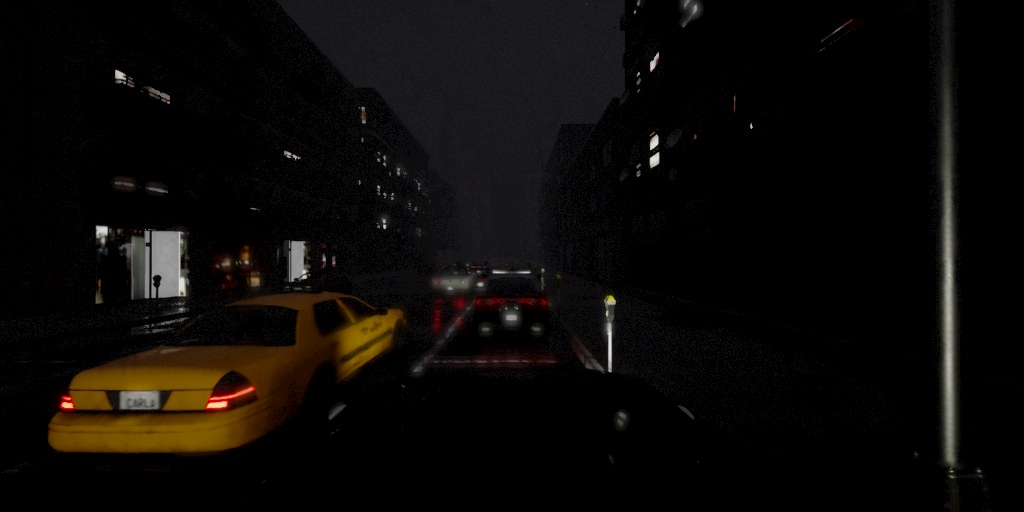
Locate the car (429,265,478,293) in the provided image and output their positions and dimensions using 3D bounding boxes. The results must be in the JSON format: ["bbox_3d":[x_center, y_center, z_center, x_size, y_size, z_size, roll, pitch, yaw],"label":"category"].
[{"bbox_3d":[-3.110,1.351,20.427,1.895,1.301,4.718,0,0,1],"label":"car"}]

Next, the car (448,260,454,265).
[{"bbox_3d":[-8.837,1.188,44.643,1.967,1.591,4.097,0,0,0],"label":"car"}]

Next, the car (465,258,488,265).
[{"bbox_3d":[-3.102,1.242,36.041,2.128,1.511,4.902,0,0,0],"label":"car"}]

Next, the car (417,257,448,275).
[{"bbox_3d":[-8.837,1.064,39.007,2.192,1.841,5.009,0,0,0],"label":"car"}]

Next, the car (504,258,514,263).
[{"bbox_3d":[-0.456,1.275,39.173,1.751,1.417,4.829,0,0,0],"label":"car"}]

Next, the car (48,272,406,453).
[{"bbox_3d":[-3.146,1.206,5.593,1.801,1.575,5.366,0,0,0],"label":"car"}]

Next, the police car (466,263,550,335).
[{"bbox_3d":[-0.011,1.175,10.609,1.930,1.638,5.238,0,0,0],"label":"police car"}]

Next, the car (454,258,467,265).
[{"bbox_3d":[-6.192,1.100,45.946,2.097,1.767,4.553,0,0,1],"label":"car"}]

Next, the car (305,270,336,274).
[{"bbox_3d":[-8.837,1.333,16.462,1.802,1.307,4.207,0,0,0],"label":"car"}]
